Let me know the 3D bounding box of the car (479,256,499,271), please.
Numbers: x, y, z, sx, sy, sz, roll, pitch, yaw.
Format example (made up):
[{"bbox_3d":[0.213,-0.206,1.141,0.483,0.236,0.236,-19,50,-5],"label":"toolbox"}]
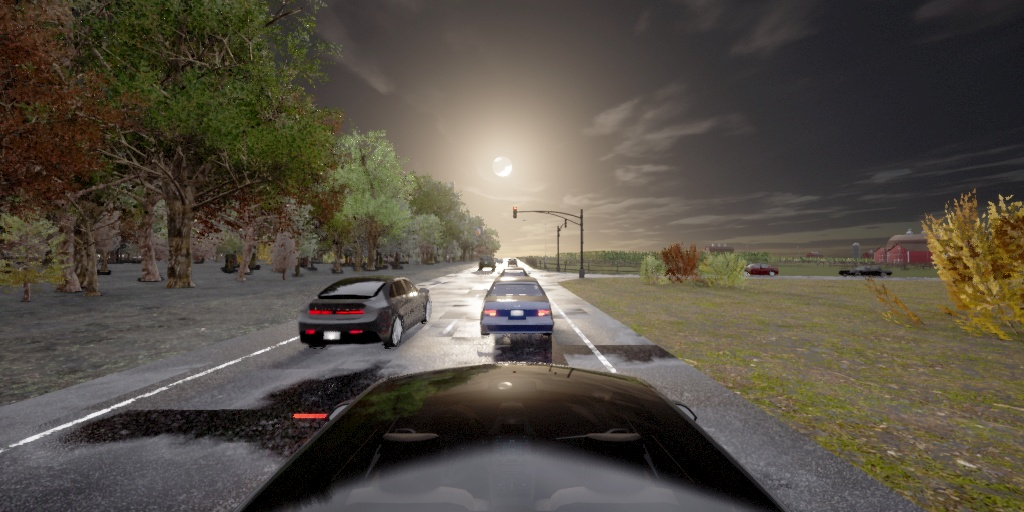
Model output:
[{"bbox_3d":[-3.379,0.979,49.819,2.150,2.045,5.566,0,0,0],"label":"car"}]

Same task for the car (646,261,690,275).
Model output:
[{"bbox_3d":[18.101,1.357,41.782,4.553,1.767,2.097,1,-1,1],"label":"car"}]

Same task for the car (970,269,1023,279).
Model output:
[{"bbox_3d":[51.435,1.909,37.956,4.718,1.301,1.895,1,-1,1],"label":"car"}]

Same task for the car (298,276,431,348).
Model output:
[{"bbox_3d":[-3.397,1.256,9.179,1.837,1.490,4.892,0,0,0],"label":"car"}]

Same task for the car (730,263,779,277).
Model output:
[{"bbox_3d":[28.132,1.592,41.704,5.008,1.535,1.882,1,-1,0],"label":"car"}]

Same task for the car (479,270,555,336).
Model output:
[{"bbox_3d":[0.105,1.300,10.387,2.033,1.411,5.357,0,0,0],"label":"car"}]

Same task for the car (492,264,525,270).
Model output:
[{"bbox_3d":[0.114,1.318,19.629,1.994,1.385,4.181,0,0,0],"label":"car"}]

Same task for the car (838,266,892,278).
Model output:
[{"bbox_3d":[40.882,1.854,41.626,4.718,1.301,1.895,1,-1,1],"label":"car"}]
